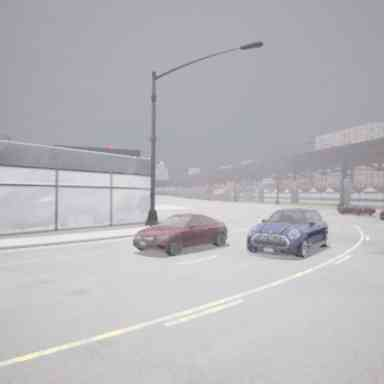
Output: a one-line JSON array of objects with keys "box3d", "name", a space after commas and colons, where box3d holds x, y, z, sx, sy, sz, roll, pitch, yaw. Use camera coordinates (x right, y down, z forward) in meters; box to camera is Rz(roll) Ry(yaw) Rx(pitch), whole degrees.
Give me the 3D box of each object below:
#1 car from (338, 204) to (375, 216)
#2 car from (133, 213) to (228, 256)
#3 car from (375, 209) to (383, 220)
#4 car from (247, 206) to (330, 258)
[{"box3d": [19.080, 2.064, 38.856, 1.895, 1.301, 4.718, 1, 0, -9], "name": "car"}, {"box3d": [-0.273, 1.632, 13.780, 1.812, 1.442, 4.674, 0, -1, 40], "name": "car"}, {"box3d": [18.313, 1.907, 29.343, 1.812, 1.442, 4.674, 0, 0, 8], "name": "car"}, {"box3d": [4.039, 1.491, 13.558, 2.097, 1.767, 4.553, 0, -1, 36], "name": "car"}]
